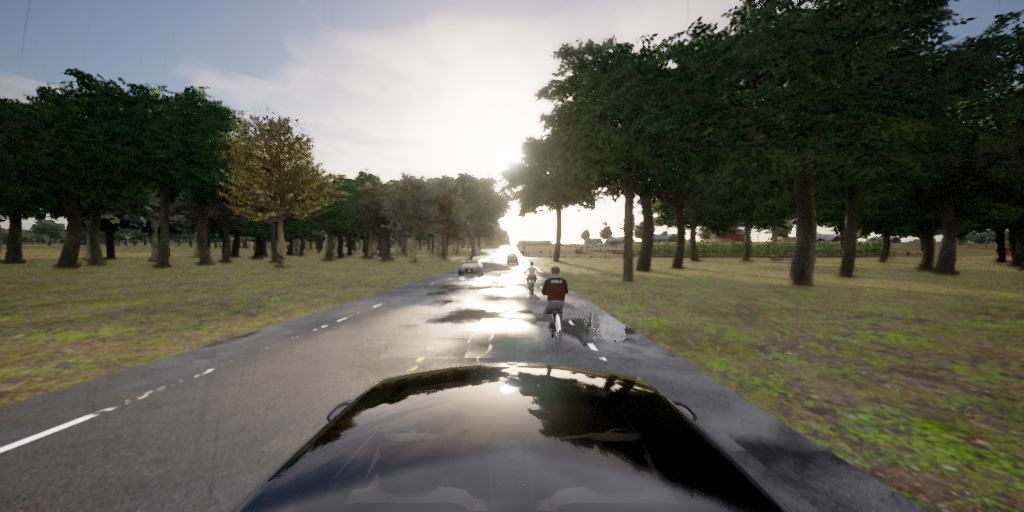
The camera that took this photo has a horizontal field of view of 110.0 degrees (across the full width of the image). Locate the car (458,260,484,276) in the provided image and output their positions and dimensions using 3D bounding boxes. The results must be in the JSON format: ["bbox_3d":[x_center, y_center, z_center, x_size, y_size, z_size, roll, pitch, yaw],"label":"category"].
[{"bbox_3d":[-3.598,1.051,32.166,1.994,1.385,4.181,0,1,0],"label":"car"}]

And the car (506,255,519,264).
[{"bbox_3d":[0.103,0.552,62.123,2.128,1.511,4.902,0,1,0],"label":"car"}]

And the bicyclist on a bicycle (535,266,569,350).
[{"bbox_3d":[0.965,1.102,8.150,0.659,1.776,1.843,0,0,0],"label":"bicyclist on a bicycle"}]

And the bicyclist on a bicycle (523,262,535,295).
[{"bbox_3d":[0.983,1.088,17.948,0.866,1.612,1.509,0,1,0],"label":"bicyclist on a bicycle"}]
